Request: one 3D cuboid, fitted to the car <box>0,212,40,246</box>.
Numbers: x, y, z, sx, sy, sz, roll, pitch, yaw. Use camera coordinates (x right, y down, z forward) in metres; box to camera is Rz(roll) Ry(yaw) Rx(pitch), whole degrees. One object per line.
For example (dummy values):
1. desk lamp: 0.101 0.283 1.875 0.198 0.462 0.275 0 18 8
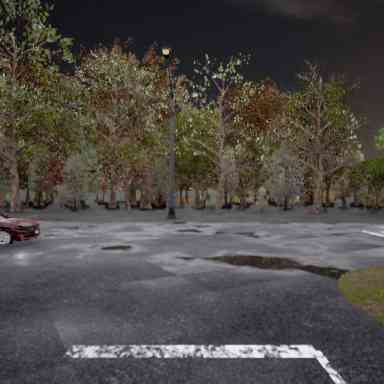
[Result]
1. car: -9.230 1.431 14.409 5.008 1.535 1.882 1 0 1
